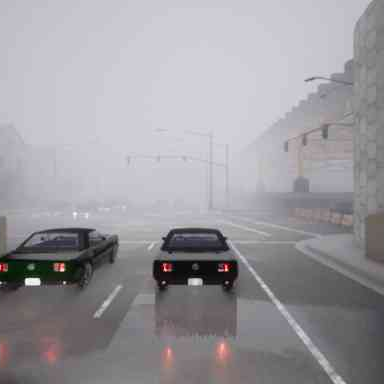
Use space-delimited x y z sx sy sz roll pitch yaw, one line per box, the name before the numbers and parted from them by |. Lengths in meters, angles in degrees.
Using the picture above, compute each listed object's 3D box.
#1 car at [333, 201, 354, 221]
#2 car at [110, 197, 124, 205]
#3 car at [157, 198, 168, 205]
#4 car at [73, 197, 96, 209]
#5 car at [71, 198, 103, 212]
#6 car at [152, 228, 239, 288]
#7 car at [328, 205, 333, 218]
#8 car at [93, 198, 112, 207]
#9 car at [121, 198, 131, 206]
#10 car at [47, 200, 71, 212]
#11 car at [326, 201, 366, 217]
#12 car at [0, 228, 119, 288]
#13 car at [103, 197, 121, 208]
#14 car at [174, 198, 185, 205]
car | 13.945 1.615 25.705 2.038 1.542 4.974 0 0 -35
car | -16.531 1.937 73.283 1.882 1.535 5.008 0 0 1
car | -6.139 2.008 68.946 1.994 1.385 4.181 0 0 1
car | -17.129 1.686 53.256 2.097 1.767 4.553 0 0 2
car | -13.862 1.755 44.257 1.882 1.535 5.008 0 0 2
car | 0.077 1.661 9.382 1.895 1.301 4.718 0 0 0
car | 14.051 1.643 30.312 4.974 1.542 2.038 0 -1 -45
car | -16.838 1.942 62.834 2.033 1.411 5.357 0 0 2
car | -13.289 2.005 64.383 1.895 1.301 4.718 0 0 2
car | -17.368 1.768 44.055 2.128 1.511 4.902 0 0 2
car | 14.088 1.486 30.350 4.536 1.218 1.853 0 -1 -45
car | -3.423 1.661 9.388 1.895 1.301 4.718 0 0 0
car | -13.605 1.887 54.080 2.033 1.411 5.357 0 0 2
car | -2.640 1.996 68.857 1.994 1.385 4.181 0 0 1
